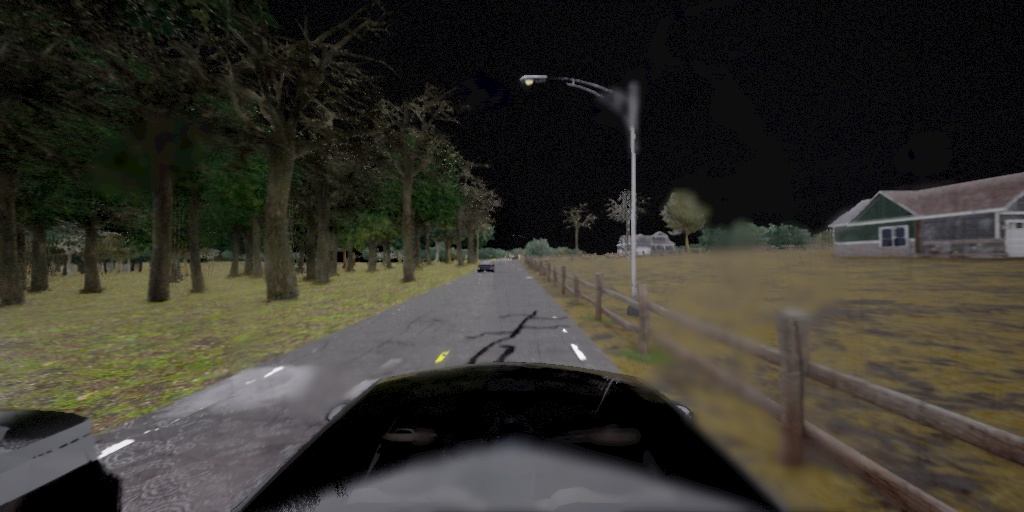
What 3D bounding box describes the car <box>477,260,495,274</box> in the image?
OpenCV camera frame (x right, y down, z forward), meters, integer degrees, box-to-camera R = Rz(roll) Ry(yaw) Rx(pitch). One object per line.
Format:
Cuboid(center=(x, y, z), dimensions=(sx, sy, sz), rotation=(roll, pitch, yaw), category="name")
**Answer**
Cuboid(center=(-2.833, 1.194, 40.309), dimensions=(2.033, 1.411, 5.357), rotation=(0, 0, 0), category="car")
